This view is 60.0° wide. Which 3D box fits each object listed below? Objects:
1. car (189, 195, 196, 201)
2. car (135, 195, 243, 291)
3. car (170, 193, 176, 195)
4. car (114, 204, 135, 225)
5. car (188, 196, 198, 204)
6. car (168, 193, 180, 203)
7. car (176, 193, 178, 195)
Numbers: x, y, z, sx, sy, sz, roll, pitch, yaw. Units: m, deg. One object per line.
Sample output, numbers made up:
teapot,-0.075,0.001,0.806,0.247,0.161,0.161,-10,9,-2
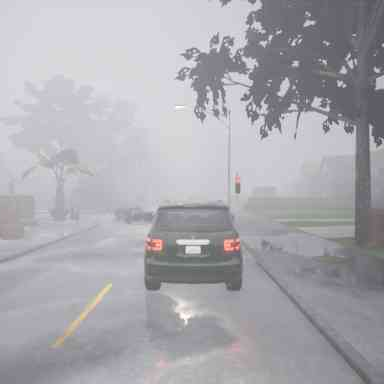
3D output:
car,0.094,1.475,88.123,1.882,1.535,5.008,0,0,0
car,0.047,1.221,9.170,2.150,2.045,5.566,0,0,1
car,-4.036,1.350,52.410,2.097,1.767,4.553,0,0,0
car,-4.311,1.600,24.650,1.895,1.301,4.718,0,0,-27
car,0.167,1.503,62.684,1.837,1.490,4.892,0,0,0
car,-3.922,1.223,73.325,2.150,2.045,5.566,0,0,0
car,-3.992,1.489,62.812,2.128,1.511,4.902,0,0,0
